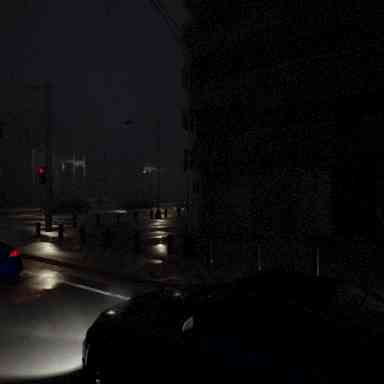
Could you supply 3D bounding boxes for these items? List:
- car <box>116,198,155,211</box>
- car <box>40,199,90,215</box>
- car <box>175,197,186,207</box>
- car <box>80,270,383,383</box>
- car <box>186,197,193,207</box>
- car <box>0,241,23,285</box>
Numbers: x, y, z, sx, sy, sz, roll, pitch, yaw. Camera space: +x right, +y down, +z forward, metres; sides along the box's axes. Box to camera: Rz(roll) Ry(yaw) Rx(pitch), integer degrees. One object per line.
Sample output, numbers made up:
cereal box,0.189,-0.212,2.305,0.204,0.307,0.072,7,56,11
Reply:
car,-6.824,1.491,41.051,2.033,1.411,5.357,0,0,36
car,-12.553,1.449,33.120,1.837,1.490,4.892,0,0,36
car,-0.548,1.449,49.714,1.837,1.490,4.892,0,0,36
car,0.761,1.564,3.448,4.181,1.385,1.994,0,0,36
car,1.881,1.491,46.780,2.033,1.411,5.357,0,0,36
car,-6.091,1.564,8.317,4.181,1.385,1.994,0,0,36
